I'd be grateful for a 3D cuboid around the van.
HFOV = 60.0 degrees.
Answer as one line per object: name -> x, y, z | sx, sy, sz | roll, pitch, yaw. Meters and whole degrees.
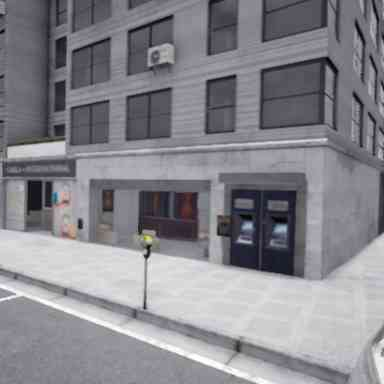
van -> 2.625, 1.364, 1.080 | 3.998, 1.788, 1.690 | 1, 1, 35
